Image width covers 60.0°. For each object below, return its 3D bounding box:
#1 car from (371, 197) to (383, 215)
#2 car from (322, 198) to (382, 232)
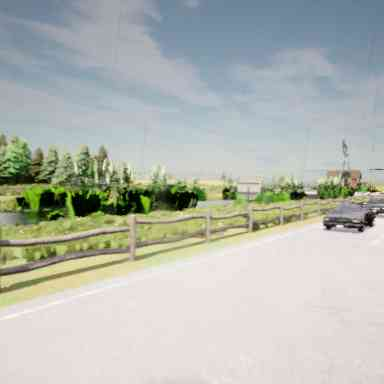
[{"bbox_3d":[15.007,1.175,26.631,1.837,1.490,4.892,2,2,37],"label":"car"},{"bbox_3d":[8.917,1.286,18.559,2.033,1.411,5.357,2,2,37],"label":"car"}]
